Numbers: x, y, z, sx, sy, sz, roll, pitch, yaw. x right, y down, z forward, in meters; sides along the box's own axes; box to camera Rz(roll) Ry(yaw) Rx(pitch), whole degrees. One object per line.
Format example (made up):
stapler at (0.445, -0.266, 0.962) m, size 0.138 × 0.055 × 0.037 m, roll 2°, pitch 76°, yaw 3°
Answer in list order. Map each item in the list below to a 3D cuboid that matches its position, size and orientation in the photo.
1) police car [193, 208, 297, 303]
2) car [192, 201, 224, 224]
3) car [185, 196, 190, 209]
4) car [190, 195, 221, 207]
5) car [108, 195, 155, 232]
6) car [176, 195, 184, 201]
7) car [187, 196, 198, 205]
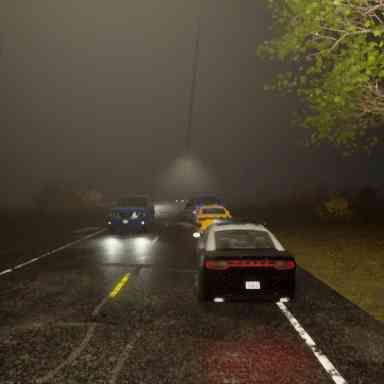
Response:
police car at (1.069, 1.428, 8.396) m, size 1.930 × 1.638 × 5.238 m, roll 0°, pitch 0°, yaw 0°
car at (1.091, 1.482, 18.287) m, size 1.882 × 1.535 × 5.008 m, roll 0°, pitch 0°, yaw 0°
car at (0.134, 1.513, 45.464) m, size 1.837 × 1.490 × 4.892 m, roll 0°, pitch 0°, yaw 1°
car at (1.104, 1.230, 24.319) m, size 2.150 × 2.045 × 5.566 m, roll 0°, pitch 0°, yaw 0°
car at (-3.553, 1.226, 20.574) m, size 2.150 × 2.045 × 5.566 m, roll 0°, pitch 0°, yaw 0°
car at (-3.301, 1.494, 89.728) m, size 1.882 × 1.535 × 5.008 m, roll 0°, pitch 0°, yaw 0°
car at (0.131, 1.488, 59.390) m, size 1.882 × 1.535 × 5.008 m, roll 0°, pitch 0°, yaw 0°
